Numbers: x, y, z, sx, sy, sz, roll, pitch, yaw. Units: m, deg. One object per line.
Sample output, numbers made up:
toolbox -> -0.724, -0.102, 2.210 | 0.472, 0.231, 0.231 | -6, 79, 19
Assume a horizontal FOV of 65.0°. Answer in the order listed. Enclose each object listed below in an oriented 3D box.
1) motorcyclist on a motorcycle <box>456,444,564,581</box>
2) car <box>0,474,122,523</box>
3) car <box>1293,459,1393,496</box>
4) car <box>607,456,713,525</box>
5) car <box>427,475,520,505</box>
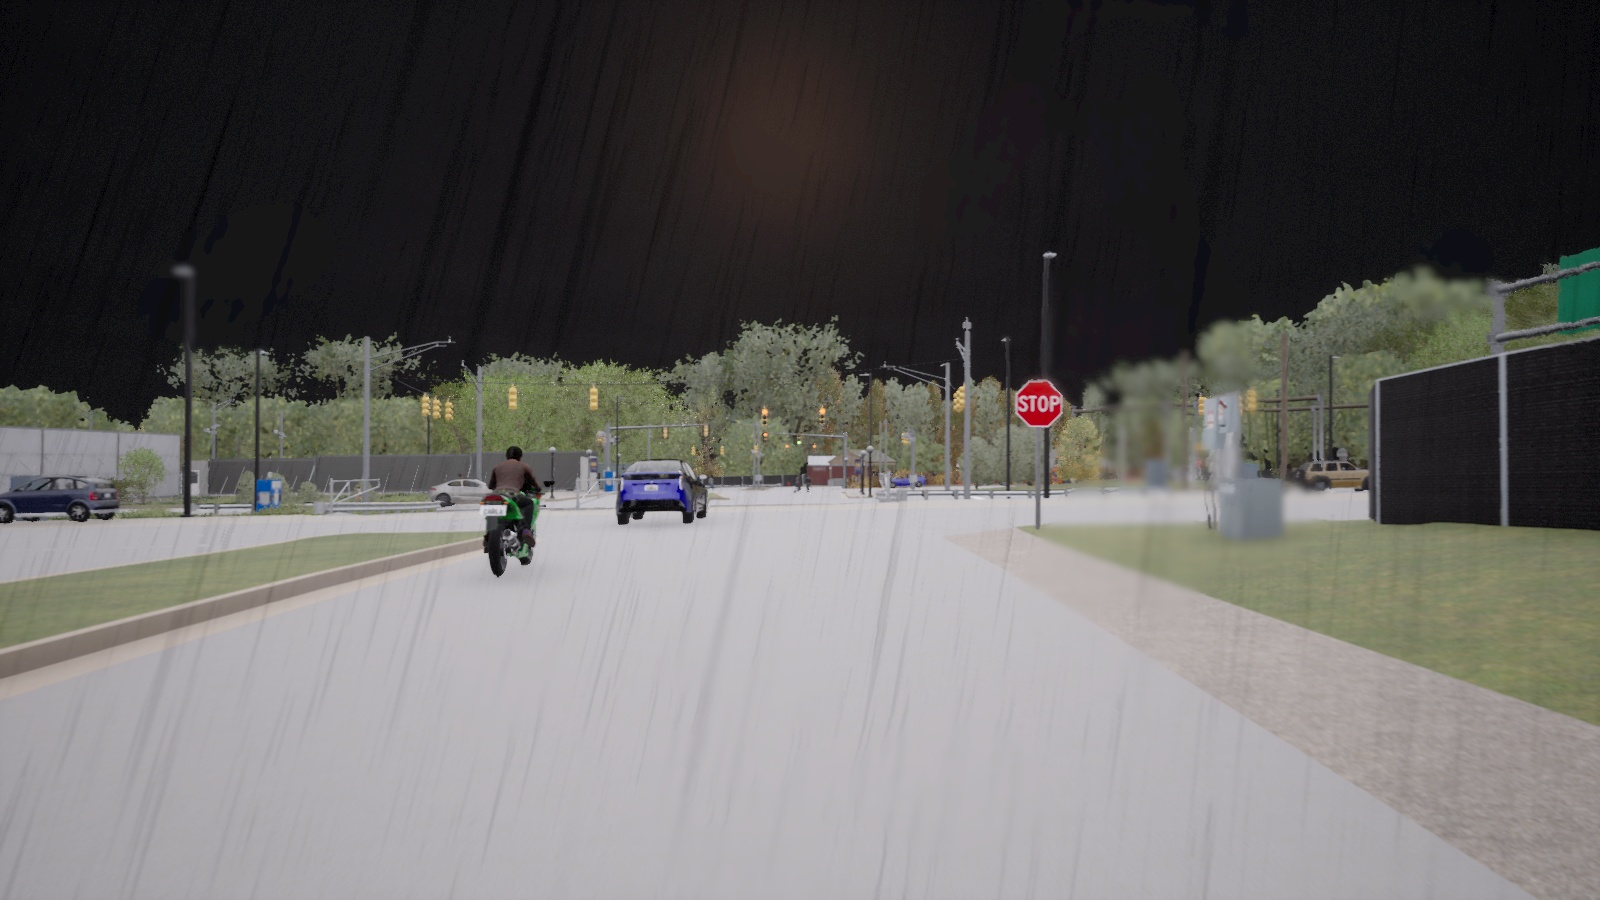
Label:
motorcyclist on a motorcycle -> -3.429, 0.705, 15.038 | 0.797, 1.523, 2.044 | -1, -1, 0
car -> -24.911, 1.614, 41.822 | 3.705, 1.549, 1.789 | -1, -1, 1
car -> 29.830, 1.498, 69.052 | 4.605, 1.855, 1.932 | -1, -1, 0
car -> -3.333, 0.946, 30.784 | 2.007, 1.525, 4.514 | -1, -1, 1
car -> -19.092, 2.329, 73.565 | 5.027, 1.651, 2.152 | -1, -1, -6
